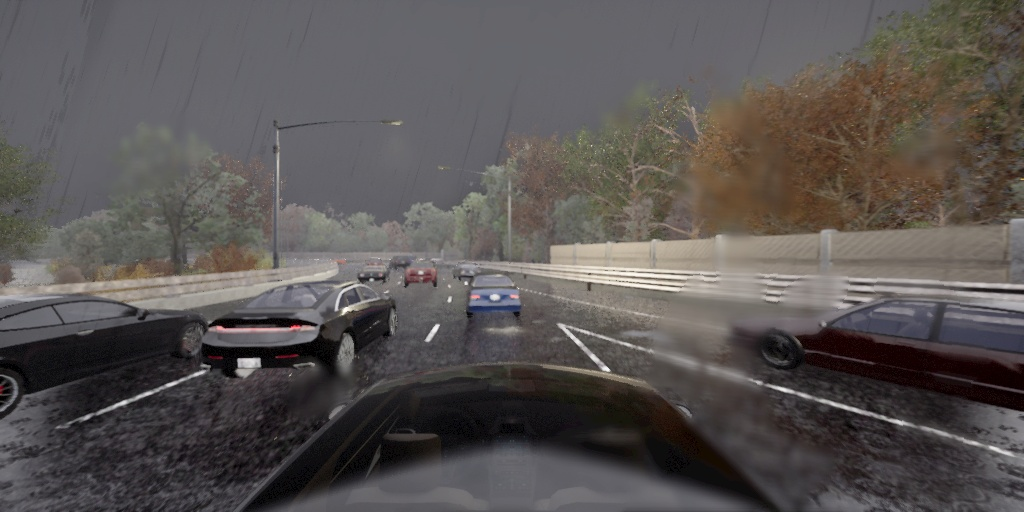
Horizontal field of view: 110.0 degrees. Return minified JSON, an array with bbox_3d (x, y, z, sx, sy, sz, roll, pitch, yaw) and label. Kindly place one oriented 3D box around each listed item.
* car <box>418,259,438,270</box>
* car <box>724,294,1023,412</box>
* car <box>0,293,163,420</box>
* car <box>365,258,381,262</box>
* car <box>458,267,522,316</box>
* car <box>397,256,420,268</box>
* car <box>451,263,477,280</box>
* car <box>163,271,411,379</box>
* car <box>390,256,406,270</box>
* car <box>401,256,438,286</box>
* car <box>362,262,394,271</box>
[{"bbox_3d":[-12.053,1.260,51.399,1.837,1.490,4.892,0,-1,-25],"label":"car"},{"bbox_3d":[6.218,1.282,5.227,2.033,1.411,5.357,0,0,-29],"label":"car"},{"bbox_3d":[-7.125,1.292,5.486,1.812,1.442,4.674,0,0,-2],"label":"car"},{"bbox_3d":[-20.015,1.129,51.819,2.097,1.767,4.553,0,0,-28],"label":"car"},{"bbox_3d":[-0.782,1.295,13.325,2.033,1.411,5.357,0,0,-6],"label":"car"},{"bbox_3d":[-18.056,0.990,62.221,2.150,2.045,5.566,0,0,-34],"label":"car"},{"bbox_3d":[-3.924,1.296,30.431,2.033,1.411,5.357,0,0,-17],"label":"car"},{"bbox_3d":[-3.748,1.249,7.334,2.128,1.511,4.902,0,0,-3],"label":"car"},{"bbox_3d":[-16.634,0.990,53.001,2.150,2.045,5.566,0,0,-28],"label":"car"},{"bbox_3d":[-6.292,1.108,25.078,2.097,1.767,4.553,0,0,-12],"label":"car"},{"bbox_3d":[-10.335,1.366,27.146,1.895,1.301,4.718,0,0,-14],"label":"car"}]
